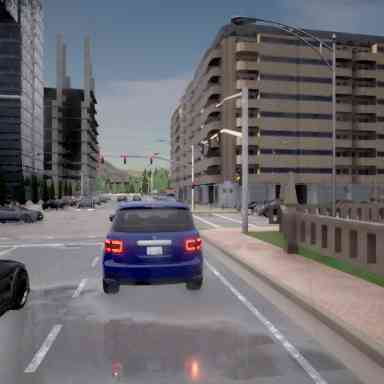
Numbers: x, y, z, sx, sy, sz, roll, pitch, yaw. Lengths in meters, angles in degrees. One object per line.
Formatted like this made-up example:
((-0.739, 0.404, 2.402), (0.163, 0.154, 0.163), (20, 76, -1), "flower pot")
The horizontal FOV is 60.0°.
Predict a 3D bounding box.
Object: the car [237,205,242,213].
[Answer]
((7.060, 1.560, 34.478), (4.892, 1.490, 1.837), (0, 0, -10), "car")

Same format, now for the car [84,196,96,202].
((-23.094, 1.544, 75.426), (1.994, 1.385, 4.181), (0, 0, -10), "car")

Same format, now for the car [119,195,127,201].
((-17.922, 1.548, 86.681), (1.994, 1.385, 4.181), (0, 0, -10), "car")

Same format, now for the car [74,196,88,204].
((-21.022, 1.525, 63.142), (1.812, 1.442, 4.674), (0, 0, -9), "car")

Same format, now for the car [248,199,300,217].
((8.029, 1.407, 31.095), (4.553, 1.767, 2.097), (0, 0, -10), "car")

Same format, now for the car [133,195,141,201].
((-14.472, 1.535, 87.273), (2.033, 1.411, 5.357), (0, 0, -10), "car")

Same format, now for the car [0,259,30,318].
((-4.092, 1.564, 5.077), (1.994, 1.385, 4.181), (0, 0, -7), "car")

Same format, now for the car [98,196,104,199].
((-16.161, 1.526, 55.235), (1.812, 1.442, 4.674), (0, 0, -10), "car")

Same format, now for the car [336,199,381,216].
((16.524, 1.619, 32.596), (4.181, 1.385, 1.994), (0, 0, -10), "car")

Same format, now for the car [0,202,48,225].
((-12.877, 1.582, 23.634), (4.181, 1.385, 1.994), (0, 0, -10), "car")

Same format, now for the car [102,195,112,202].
((-20.078, 1.495, 78.545), (1.812, 1.442, 4.674), (0, 0, -10), "car")

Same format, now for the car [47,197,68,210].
((-17.459, 1.601, 42.000), (1.895, 1.301, 4.718), (0, 0, -10), "car")

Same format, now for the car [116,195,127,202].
((-16.202, 1.524, 76.651), (2.128, 1.511, 4.902), (0, 0, -10), "car")

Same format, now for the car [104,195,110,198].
((-17.805, 1.563, 65.142), (1.994, 1.385, 4.181), (0, 0, -10), "car")

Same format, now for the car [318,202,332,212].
((16.135, 1.560, 36.085), (4.892, 1.490, 1.837), (0, 0, -10), "car")

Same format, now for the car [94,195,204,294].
((-1.088, 1.221, 9.059), (2.150, 2.045, 5.566), (0, 0, -8), "car")

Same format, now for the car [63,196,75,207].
((-18.958, 1.352, 50.769), (2.097, 1.767, 4.553), (0, 0, -10), "car")

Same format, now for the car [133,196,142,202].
((-12.772, 1.548, 77.356), (1.994, 1.385, 4.181), (0, 0, -10), "car")

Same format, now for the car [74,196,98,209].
((-14.646, 1.505, 46.338), (1.837, 1.490, 4.892), (0, 0, -10), "car")
